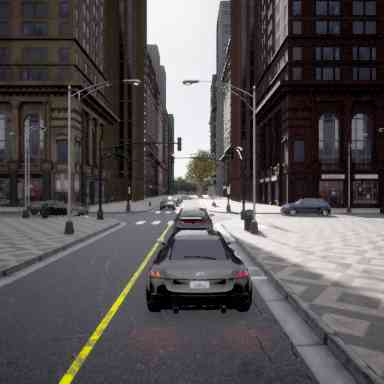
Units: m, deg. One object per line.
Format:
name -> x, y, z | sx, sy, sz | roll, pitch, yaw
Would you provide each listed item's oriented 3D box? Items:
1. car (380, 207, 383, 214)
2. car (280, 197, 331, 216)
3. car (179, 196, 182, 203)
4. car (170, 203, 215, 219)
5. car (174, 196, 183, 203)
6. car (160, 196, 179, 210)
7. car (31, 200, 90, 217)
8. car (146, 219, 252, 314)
car -> 20.525, 1.630, 32.076 | 4.181, 1.385, 1.994 | 0, 0, 0
car -> 10.869, 1.388, 32.115 | 4.553, 1.767, 2.097 | 0, 0, 1
car -> -3.081, 1.494, 52.850 | 2.128, 1.511, 4.902 | 0, 0, 0
car -> 0.064, 1.505, 16.632 | 1.837, 1.490, 4.892 | 0, 0, 0
car -> -2.986, 1.549, 73.497 | 1.812, 1.442, 4.674 | 0, 0, 0
car -> -3.083, 1.547, 43.089 | 2.033, 1.411, 5.357 | 0, 0, 0
car -> -11.351, 1.465, 28.893 | 4.892, 1.490, 1.837 | 0, 0, 0
car -> 0.110, 1.564, 7.724 | 1.994, 1.385, 4.181 | 0, 0, -1
